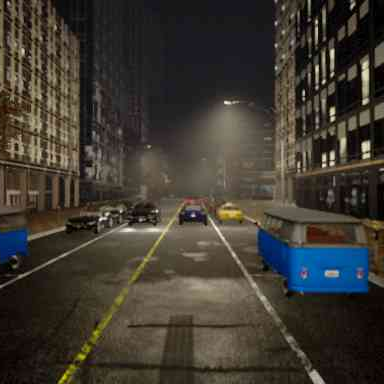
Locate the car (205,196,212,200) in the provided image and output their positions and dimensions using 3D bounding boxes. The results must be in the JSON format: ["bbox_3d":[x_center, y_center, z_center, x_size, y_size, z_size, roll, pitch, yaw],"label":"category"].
[{"bbox_3d":[2.667,1.377,34.813,1.967,1.590,4.097,1,0,0],"label":"car"}]

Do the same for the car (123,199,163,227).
[{"bbox_3d":[-3.120,1.467,22.644,1.837,1.490,4.892,0,0,0],"label":"car"}]

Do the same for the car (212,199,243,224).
[{"bbox_3d":[2.675,1.484,24.355,1.752,1.417,4.829,1,0,0],"label":"car"}]

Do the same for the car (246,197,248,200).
[{"bbox_3d":[15.123,1.324,79.957,4.403,1.369,2.008,0,0,0],"label":"car"}]

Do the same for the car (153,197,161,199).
[{"bbox_3d":[-5.846,1.464,56.058,1.802,1.307,4.206,1,0,0],"label":"car"}]

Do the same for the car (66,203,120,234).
[{"bbox_3d":[-5.701,1.521,18.869,2.008,1.369,4.403,1,0,0],"label":"car"}]

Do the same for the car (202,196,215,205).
[{"bbox_3d":[2.758,1.433,56.065,2.008,1.369,4.403,1,0,0],"label":"car"}]

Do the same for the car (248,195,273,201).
[{"bbox_3d":[15.049,1.249,71.577,4.507,1.381,1.887,0,0,0],"label":"car"}]

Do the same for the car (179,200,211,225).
[{"bbox_3d":[0.077,1.524,23.876,1.994,1.385,4.181,0,0,0],"label":"car"}]

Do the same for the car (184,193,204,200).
[{"bbox_3d":[0.063,1.273,41.803,2.097,1.767,4.553,0,0,0],"label":"car"}]

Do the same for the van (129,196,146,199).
[{"bbox_3d":[-5.713,1.278,34.809,1.690,1.788,3.998,1,0,0],"label":"van"}]

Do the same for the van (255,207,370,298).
[{"bbox_3d":[2.691,1.330,8.243,1.690,1.788,3.998,1,0,0],"label":"van"}]

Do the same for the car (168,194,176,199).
[{"bbox_3d":[-5.898,1.274,94.470,1.752,1.417,4.829,1,0,0],"label":"car"}]

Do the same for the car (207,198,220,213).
[{"bbox_3d":[2.670,1.493,29.499,1.887,1.381,4.507,1,0,0],"label":"car"}]

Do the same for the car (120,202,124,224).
[{"bbox_3d":[-5.705,1.510,24.182,2.008,1.369,4.403,1,0,0],"label":"car"}]

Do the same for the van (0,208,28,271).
[{"bbox_3d":[-5.690,1.330,8.243,1.690,1.788,3.998,1,0,0],"label":"van"}]
